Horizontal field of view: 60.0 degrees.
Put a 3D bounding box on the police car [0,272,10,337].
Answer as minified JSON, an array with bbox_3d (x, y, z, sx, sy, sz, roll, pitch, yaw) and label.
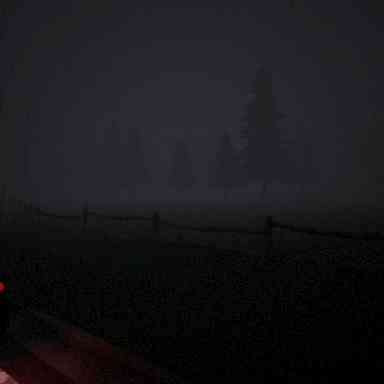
[{"bbox_3d":[-4.872,1.435,5.517,5.238,1.638,1.930,0,1,41],"label":"police car"}]
